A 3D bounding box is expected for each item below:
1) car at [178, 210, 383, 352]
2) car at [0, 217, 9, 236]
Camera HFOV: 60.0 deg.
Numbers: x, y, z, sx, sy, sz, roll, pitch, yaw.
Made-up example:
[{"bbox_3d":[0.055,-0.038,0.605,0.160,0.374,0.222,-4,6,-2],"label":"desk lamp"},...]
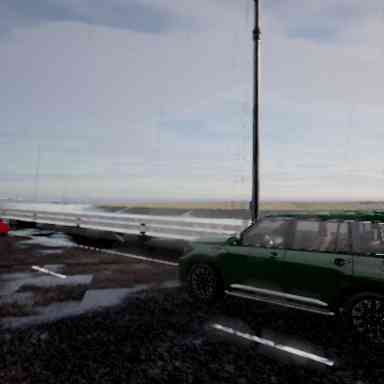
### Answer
[{"bbox_3d":[2.249,1.387,6.778,5.566,2.045,2.150,0,-1,40],"label":"car"},{"bbox_3d":[-12.452,1.820,19.564,4.181,1.385,1.994,0,-1,41],"label":"car"}]
